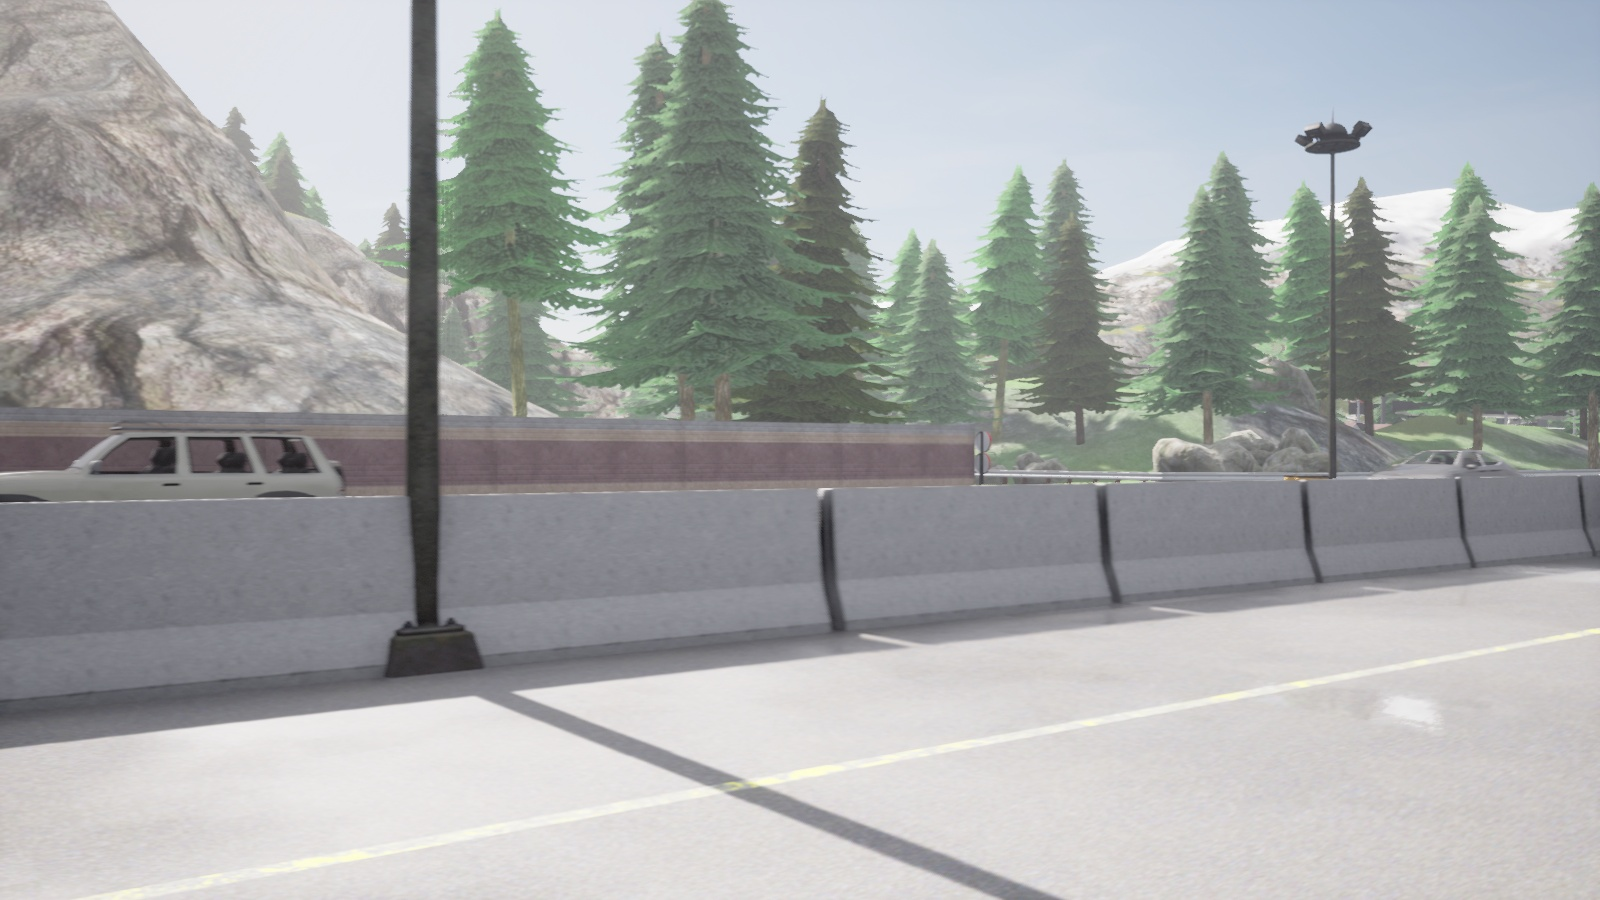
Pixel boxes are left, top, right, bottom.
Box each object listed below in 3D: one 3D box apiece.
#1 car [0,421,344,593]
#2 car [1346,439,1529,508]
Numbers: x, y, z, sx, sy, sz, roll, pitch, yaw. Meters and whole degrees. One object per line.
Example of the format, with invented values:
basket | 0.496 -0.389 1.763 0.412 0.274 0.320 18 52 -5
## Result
car | -8.112 0.617 15.084 4.605 1.855 1.932 0 0 -35
car | 16.654 0.570 32.707 5.027 1.651 2.152 0 0 -35
